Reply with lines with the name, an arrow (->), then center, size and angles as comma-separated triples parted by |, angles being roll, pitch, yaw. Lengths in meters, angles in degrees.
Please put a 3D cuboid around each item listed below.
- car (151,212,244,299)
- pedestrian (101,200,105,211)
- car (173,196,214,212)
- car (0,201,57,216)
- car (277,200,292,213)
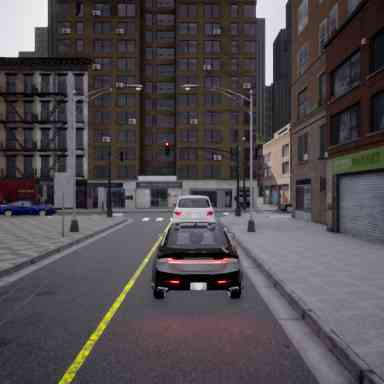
car -> 0.097, 1.490, 8.440 | 2.128, 1.511, 4.902 | 0, 0, 0
pedestrian -> -10.174, 1.496, 37.960 | 0.375, 1.300, 0.375 | 0, 0, -1
car -> 0.092, 1.214, 18.894 | 2.150, 2.045, 5.566 | 0, 0, 0
car -> -15.487, 1.576, 31.649 | 5.008, 1.535, 1.882 | 0, 0, -2
car -> 11.482, 1.379, 35.216 | 4.892, 1.490, 1.837 | -1, 0, -2
